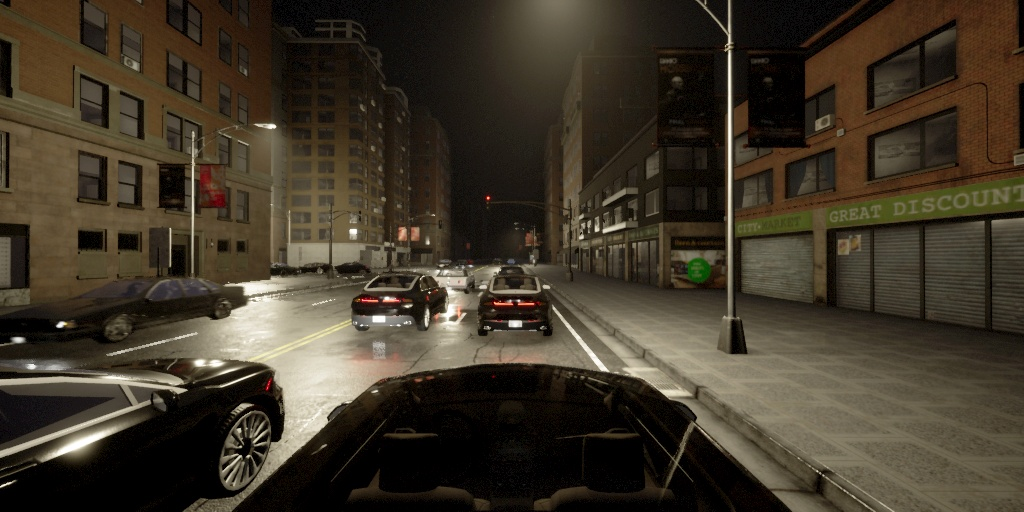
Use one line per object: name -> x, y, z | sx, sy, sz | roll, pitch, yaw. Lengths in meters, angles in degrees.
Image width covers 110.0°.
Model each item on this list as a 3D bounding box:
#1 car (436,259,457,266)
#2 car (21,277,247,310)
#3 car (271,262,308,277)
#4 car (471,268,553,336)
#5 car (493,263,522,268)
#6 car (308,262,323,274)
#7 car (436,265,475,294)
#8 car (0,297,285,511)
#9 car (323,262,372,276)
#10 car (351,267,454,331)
car -> -9.953, 1.262, 53.281 | 2.128, 1.511, 4.902 | 0, 0, 0
car -> -9.869, 1.299, 9.826 | 2.033, 1.411, 5.357 | 0, 0, 0
car -> -22.612, 1.316, 34.555 | 4.181, 1.385, 1.994 | 0, 0, 0
car -> 0.081, 1.256, 10.372 | 1.837, 1.490, 4.892 | 0, 0, 0
car -> -0.036, 1.278, 19.628 | 1.812, 1.442, 4.674 | 0, 0, 0
car -> -22.230, 1.347, 40.036 | 4.313, 1.339, 1.948 | 0, 0, 0
car -> -3.190, 1.354, 20.275 | 1.895, 1.301, 4.718 | 0, 0, 0
car -> -3.153, 1.242, 1.574 | 2.128, 1.511, 4.902 | 0, 0, 0
car -> -16.942, 1.332, 37.597 | 4.181, 1.385, 1.994 | 0, 0, -10
car -> -3.171, 1.256, 10.962 | 1.837, 1.490, 4.892 | 0, 0, 0
